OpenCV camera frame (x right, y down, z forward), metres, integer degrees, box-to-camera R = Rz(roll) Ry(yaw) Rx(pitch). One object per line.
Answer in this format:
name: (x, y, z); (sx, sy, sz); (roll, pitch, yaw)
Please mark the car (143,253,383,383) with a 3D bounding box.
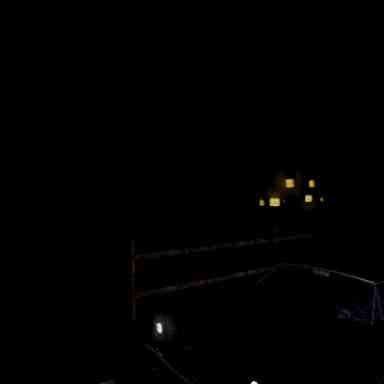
car: (1.786, 1.608, 4.421); (4.718, 1.301, 1.895); (0, 0, -36)
